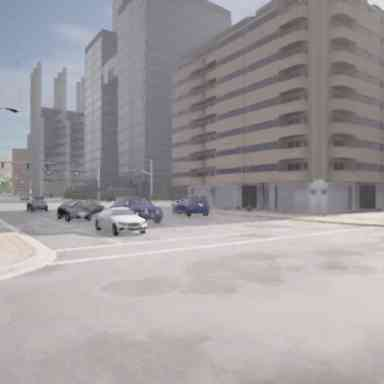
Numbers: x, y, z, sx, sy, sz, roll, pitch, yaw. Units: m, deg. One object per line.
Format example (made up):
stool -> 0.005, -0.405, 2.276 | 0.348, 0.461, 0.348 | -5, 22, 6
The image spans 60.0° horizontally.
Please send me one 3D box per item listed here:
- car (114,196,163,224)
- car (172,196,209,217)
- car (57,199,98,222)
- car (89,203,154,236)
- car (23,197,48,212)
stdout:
car -> -4.344, 1.346, 25.741 | 2.150, 2.045, 5.566 | 0, 0, -35
car -> -0.200, 1.492, 33.922 | 2.150, 2.045, 5.566 | 0, -2, -23
car -> -9.738, 1.604, 27.345 | 2.128, 1.511, 4.902 | 0, 0, -35
car -> -4.280, 1.630, 19.552 | 1.812, 1.442, 4.674 | 0, 0, -34
car -> -18.870, 1.649, 40.518 | 1.837, 1.490, 4.892 | 0, -1, -35
